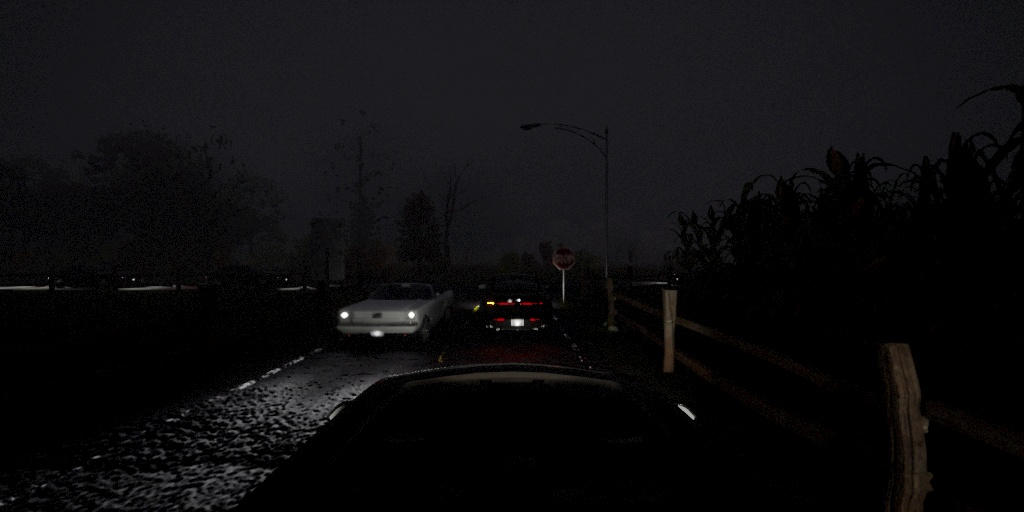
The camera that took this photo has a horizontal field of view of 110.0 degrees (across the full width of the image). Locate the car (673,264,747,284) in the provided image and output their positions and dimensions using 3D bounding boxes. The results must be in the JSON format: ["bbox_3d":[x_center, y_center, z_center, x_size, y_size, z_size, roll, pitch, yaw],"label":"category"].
[{"bbox_3d":[14.590,1.280,25.862,5.357,1.411,2.033,0,0,1],"label":"car"}]

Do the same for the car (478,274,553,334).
[{"bbox_3d":[0.060,1.262,10.604,1.837,1.490,4.892,0,0,-1],"label":"car"}]

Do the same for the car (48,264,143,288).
[{"bbox_3d":[-27.247,1.307,23.525,4.892,1.490,1.837,0,0,0],"label":"car"}]

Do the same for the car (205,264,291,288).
[{"bbox_3d":[-17.114,1.295,23.374,4.892,1.490,1.837,0,0,1],"label":"car"}]

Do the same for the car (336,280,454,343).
[{"bbox_3d":[-2.898,1.356,9.884,1.895,1.301,4.718,0,0,0],"label":"car"}]

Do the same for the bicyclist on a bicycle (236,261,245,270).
[{"bbox_3d":[-22.399,1.258,29.426,0.582,1.620,1.656,0,0,1],"label":"bicyclist on a bicycle"}]
